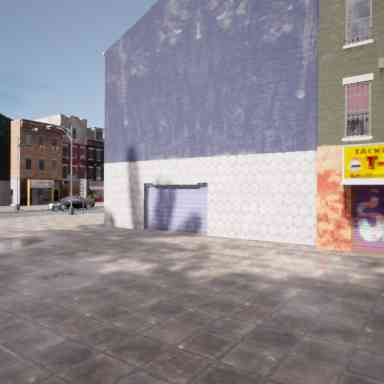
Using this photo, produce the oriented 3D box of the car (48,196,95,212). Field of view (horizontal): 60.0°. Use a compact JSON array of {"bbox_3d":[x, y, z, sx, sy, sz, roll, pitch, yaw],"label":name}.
[{"bbox_3d":[-12.378,1.180,34.458,2.128,1.511,4.902,1,1,36],"label":"car"}]
